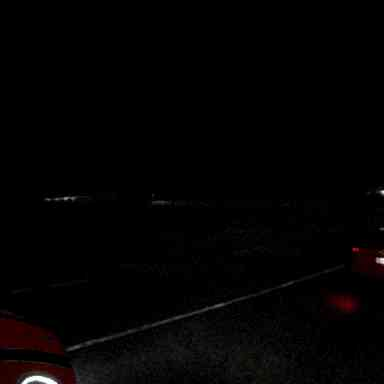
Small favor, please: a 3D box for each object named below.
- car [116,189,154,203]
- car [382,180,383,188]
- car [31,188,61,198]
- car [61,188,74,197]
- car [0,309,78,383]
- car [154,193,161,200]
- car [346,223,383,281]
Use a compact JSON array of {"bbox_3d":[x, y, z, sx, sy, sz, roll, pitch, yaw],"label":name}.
[{"bbox_3d":[-8.115,0.686,44.825,4.902,1.511,2.128,1,4,33],"label":"car"},{"bbox_3d":[40.511,-1.751,68.884,2.033,1.411,5.357,-2,2,29],"label":"car"},{"bbox_3d":[-24.730,0.154,55.516,5.008,1.535,1.882,2,4,32],"label":"car"},{"bbox_3d":[-22.877,0.037,58.484,4.892,1.490,1.837,2,4,32],"label":"car"},{"bbox_3d":[-2.957,1.356,1.805,4.553,1.767,2.097,0,0,-34],"label":"car"},{"bbox_3d":[-6.615,0.362,48.009,4.553,1.767,2.097,1,4,33],"label":"car"},{"bbox_3d":[5.742,1.447,8.634,4.181,1.385,1.994,-2,1,-41],"label":"car"}]
